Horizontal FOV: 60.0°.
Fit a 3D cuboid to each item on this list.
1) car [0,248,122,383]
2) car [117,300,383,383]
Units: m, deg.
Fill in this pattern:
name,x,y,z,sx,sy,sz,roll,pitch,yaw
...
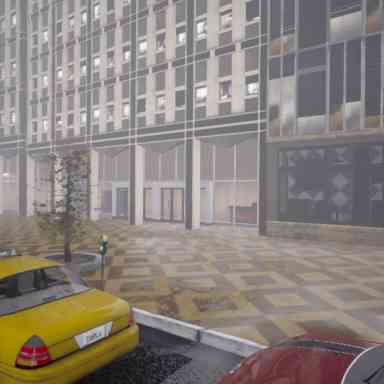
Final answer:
name,x,y,z,sx,sy,sz,roll,pitch,yaw
car,-2.944,1.524,4.967,4.829,1.417,1.752,0,1,36
car,1.820,1.440,1.566,4.097,1.590,1.967,0,1,36
